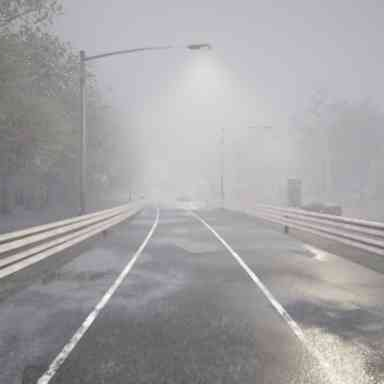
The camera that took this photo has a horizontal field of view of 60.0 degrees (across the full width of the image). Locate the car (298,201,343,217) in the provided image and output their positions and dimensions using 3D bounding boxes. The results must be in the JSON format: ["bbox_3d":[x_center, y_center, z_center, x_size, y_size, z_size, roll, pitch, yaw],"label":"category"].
[{"bbox_3d":[12.624,1.665,33.148,1.882,1.535,5.008,0,0,-21],"label":"car"}]

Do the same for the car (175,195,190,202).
[{"bbox_3d":[-2.143,1.352,71.844,2.097,1.767,4.553,0,0,-21],"label":"car"}]
